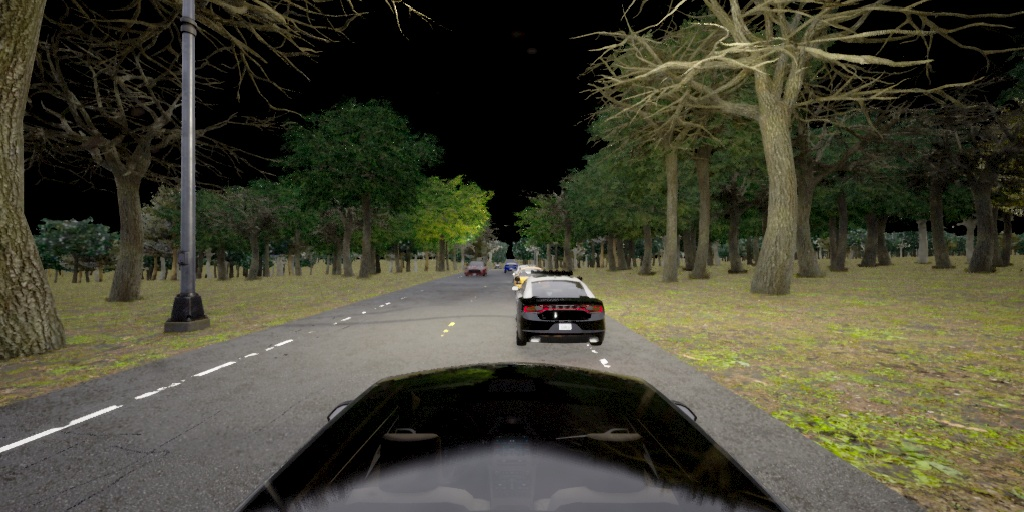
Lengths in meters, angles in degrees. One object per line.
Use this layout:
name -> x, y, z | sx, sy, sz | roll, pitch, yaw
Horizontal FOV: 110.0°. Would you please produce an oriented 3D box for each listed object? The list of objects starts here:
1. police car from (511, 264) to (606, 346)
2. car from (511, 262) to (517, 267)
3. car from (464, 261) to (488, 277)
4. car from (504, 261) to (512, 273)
police car -> 1.036, 1.186, 9.588 | 1.930, 1.638, 5.238 | 0, 0, 0
car -> 1.016, 1.255, 19.670 | 1.801, 1.575, 5.366 | 0, 0, 0
car -> -3.670, 1.253, 37.176 | 2.097, 1.767, 4.553 | 0, 0, 0
car -> -0.065, 1.508, 48.904 | 1.882, 1.535, 5.008 | 0, -1, 0
